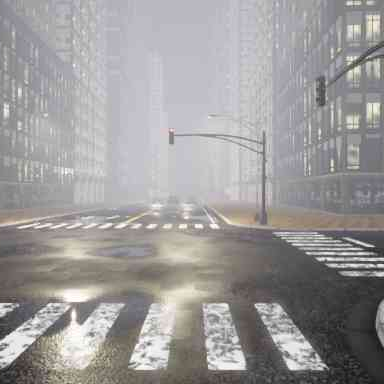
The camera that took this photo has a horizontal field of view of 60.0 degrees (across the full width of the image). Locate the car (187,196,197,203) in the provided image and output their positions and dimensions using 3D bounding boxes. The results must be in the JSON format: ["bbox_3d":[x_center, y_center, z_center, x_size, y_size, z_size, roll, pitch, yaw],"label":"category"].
[{"bbox_3d":[-0.059,1.540,70.469,1.994,1.385,4.181,0,0,0],"label":"car"}]

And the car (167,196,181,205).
[{"bbox_3d":[-3.300,1.453,60.019,2.097,1.767,4.553,0,0,0],"label":"car"}]

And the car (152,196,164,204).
[{"bbox_3d":[-6.554,1.607,64.214,2.128,1.511,4.902,0,0,0],"label":"car"}]

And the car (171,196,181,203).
[{"bbox_3d":[-3.309,1.565,70.080,1.895,1.301,4.718,0,0,0],"label":"car"}]

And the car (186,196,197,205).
[{"bbox_3d":[-0.050,1.703,60.497,1.895,1.301,4.718,0,0,0],"label":"car"}]
